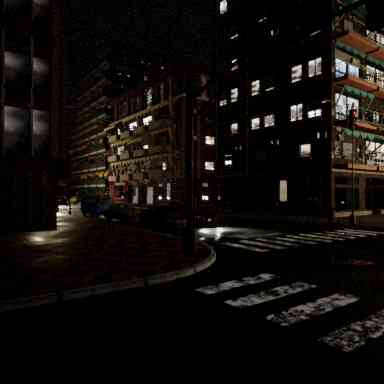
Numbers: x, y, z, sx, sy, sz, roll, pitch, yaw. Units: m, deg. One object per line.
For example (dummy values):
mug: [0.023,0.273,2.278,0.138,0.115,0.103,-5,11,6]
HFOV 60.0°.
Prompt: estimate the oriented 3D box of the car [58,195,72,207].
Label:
car: [-19.851,1.471,49.574,1.837,1.490,4.892,0,0,-36]

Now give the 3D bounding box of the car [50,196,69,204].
car: [-24.450,1.456,61.263,2.033,1.411,5.357,0,0,-35]

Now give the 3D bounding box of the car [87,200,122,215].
car: [-9.149,1.530,34.517,1.895,1.301,4.718,0,0,-36]

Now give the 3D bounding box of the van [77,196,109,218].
van: [-8.363,1.265,28.985,1.690,1.788,3.998,0,0,-36]

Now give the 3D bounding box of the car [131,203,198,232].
car: [-1.753,1.526,19.787,1.802,1.307,4.206,0,0,-36]

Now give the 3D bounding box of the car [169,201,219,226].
car: [-0.095,1.517,21.909,1.994,1.385,4.181,0,0,-36]

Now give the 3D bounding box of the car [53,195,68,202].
car: [-28.005,1.360,70.667,1.967,1.590,4.097,0,0,-36]

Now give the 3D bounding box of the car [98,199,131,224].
car: [-4.959,1.459,24.248,1.752,1.417,4.829,0,0,-36]

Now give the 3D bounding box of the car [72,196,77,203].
car: [-21.493,1.447,61.607,1.752,1.417,4.829,0,0,-36]
